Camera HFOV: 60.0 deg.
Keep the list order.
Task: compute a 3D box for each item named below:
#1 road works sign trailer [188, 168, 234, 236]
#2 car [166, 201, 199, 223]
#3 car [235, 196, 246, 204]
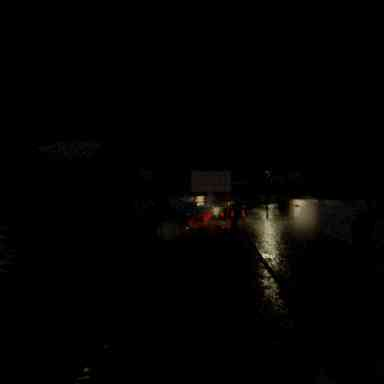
[{"bbox_3d":[1.093,0.482,18.812,2.380,3.560,2.880,0,0,8],"label":"road works sign trailer"},{"bbox_3d":[-0.659,1.511,25.720,1.882,1.535,5.008,0,0,9],"label":"car"},{"bbox_3d":[9.700,1.635,66.031,1.882,1.535,5.008,0,0,15],"label":"car"}]
